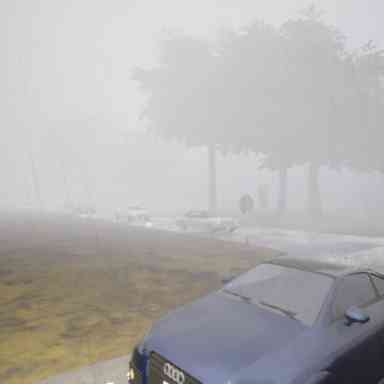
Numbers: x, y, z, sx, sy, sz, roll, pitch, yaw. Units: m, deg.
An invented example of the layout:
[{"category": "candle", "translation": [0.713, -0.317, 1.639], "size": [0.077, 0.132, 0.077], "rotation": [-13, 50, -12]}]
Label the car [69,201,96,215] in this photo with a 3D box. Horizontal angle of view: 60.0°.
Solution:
[{"category": "car", "translation": [-13.659, 2.106, 42.176], "size": [1.812, 1.442, 4.674], "rotation": [0, -1, -35]}]

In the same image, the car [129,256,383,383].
[{"category": "car", "translation": [1.354, 1.587, 4.168], "size": [4.181, 1.385, 1.994], "rotation": [1, 0, -40]}]

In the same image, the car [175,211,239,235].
[{"category": "car", "translation": [0.883, 1.893, 21.539], "size": [1.895, 1.301, 4.718], "rotation": [0, 0, -35]}]

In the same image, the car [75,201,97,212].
[{"category": "car", "translation": [-16.373, 2.176, 51.097], "size": [1.837, 1.490, 4.892], "rotation": [0, 0, -35]}]

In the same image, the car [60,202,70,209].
[{"category": "car", "translation": [-22.211, 2.400, 59.351], "size": [1.895, 1.301, 4.718], "rotation": [0, 0, -34]}]

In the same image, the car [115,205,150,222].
[{"category": "car", "translation": [-5.592, 1.944, 30.716], "size": [1.812, 1.442, 4.674], "rotation": [0, 0, -36]}]
